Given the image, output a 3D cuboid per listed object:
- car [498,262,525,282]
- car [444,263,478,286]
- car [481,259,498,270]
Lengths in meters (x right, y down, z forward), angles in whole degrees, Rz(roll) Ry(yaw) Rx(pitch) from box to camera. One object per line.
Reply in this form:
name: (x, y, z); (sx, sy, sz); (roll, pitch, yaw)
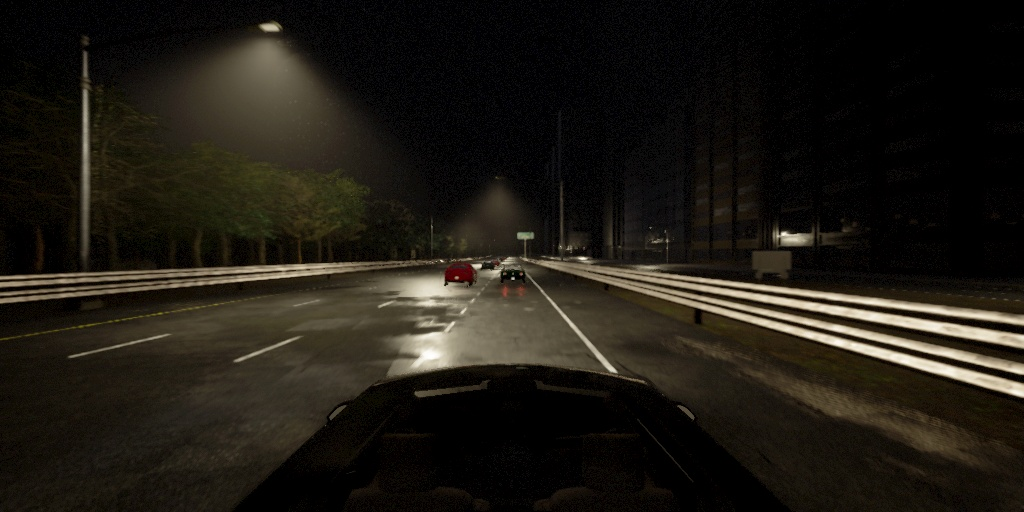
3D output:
car: (0.065, 1.378, 29.014); (1.895, 1.301, 4.718); (0, 0, 0)
car: (-3.530, 1.251, 25.358); (1.882, 1.535, 5.008); (0, 0, 0)
car: (-3.650, 1.391, 55.364); (1.994, 1.385, 4.181); (0, 0, 0)
